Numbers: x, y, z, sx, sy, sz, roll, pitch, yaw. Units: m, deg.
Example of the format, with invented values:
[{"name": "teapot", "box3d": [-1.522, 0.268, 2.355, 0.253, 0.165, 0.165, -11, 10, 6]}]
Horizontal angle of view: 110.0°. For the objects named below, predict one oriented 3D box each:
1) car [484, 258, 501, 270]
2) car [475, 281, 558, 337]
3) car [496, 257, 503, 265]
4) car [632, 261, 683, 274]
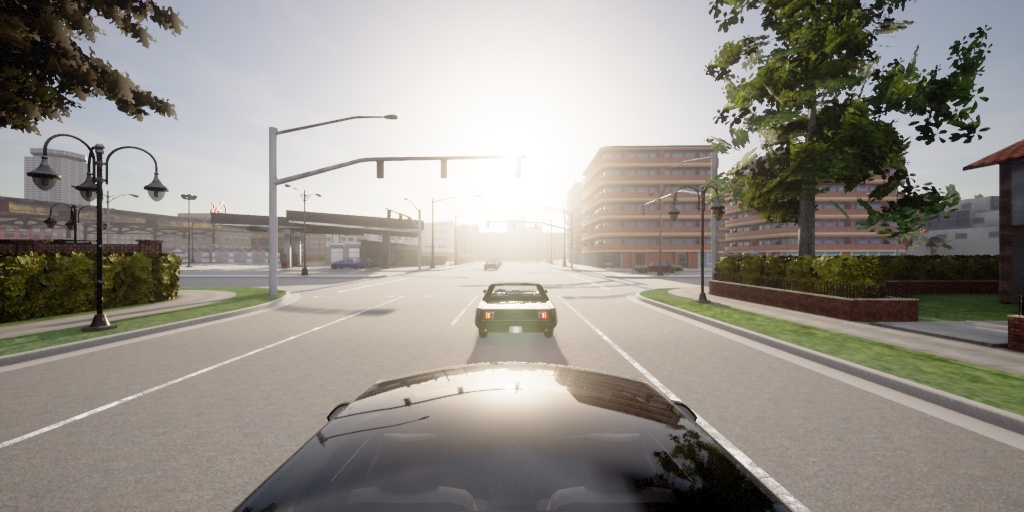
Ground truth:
[{"name": "car", "box3d": [-3.054, 1.351, 52.558, 1.895, 1.301, 4.718, 0, 0, -1]}, {"name": "car", "box3d": [0.098, 1.351, 10.227, 1.895, 1.301, 4.718, 0, 0, 0]}, {"name": "car", "box3d": [-3.146, 1.314, 62.473, 1.994, 1.385, 4.181, 0, 0, 0]}, {"name": "car", "box3d": [16.639, 1.297, 41.043, 5.357, 1.411, 2.033, 0, 0, 1]}]
